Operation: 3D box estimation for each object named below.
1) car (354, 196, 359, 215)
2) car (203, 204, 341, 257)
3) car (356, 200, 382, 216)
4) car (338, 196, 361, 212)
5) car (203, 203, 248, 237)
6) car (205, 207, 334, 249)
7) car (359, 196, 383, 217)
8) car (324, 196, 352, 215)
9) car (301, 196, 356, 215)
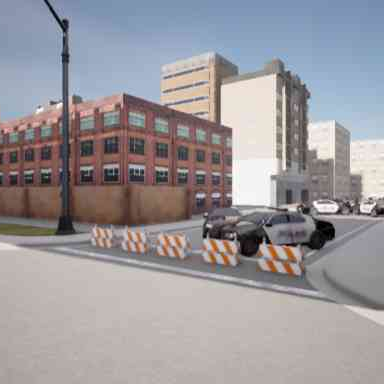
[{"bbox_3d":[12.579,1.402,31.368,4.974,1.542,2.038,0,0,-5],"label":"car"},{"bbox_3d":[2.889,1.399,12.532,4.974,1.542,2.038,0,0,-25],"label":"car"},{"bbox_3d":[18.740,1.644,35.121,1.970,1.475,3.806,0,0,35],"label":"car"},{"bbox_3d":[19.693,1.443,41.458,1.905,1.878,3.866,0,0,35],"label":"car"},{"bbox_3d":[1.599,1.242,16.083,1.853,1.218,4.536,0,0,5],"label":"car"},{"bbox_3d":[2.936,1.241,12.554,4.536,1.218,1.853,0,0,-25],"label":"car"},{"bbox_3d":[16.310,1.244,29.676,1.853,1.218,4.536,0,0,0],"label":"car"},{"bbox_3d":[16.257,1.455,36.978,1.932,1.855,4.605,0,0,35],"label":"car"},{"bbox_3d":[12.527,1.245,31.364,4.536,1.218,1.853,0,0,-5],"label":"car"}]
